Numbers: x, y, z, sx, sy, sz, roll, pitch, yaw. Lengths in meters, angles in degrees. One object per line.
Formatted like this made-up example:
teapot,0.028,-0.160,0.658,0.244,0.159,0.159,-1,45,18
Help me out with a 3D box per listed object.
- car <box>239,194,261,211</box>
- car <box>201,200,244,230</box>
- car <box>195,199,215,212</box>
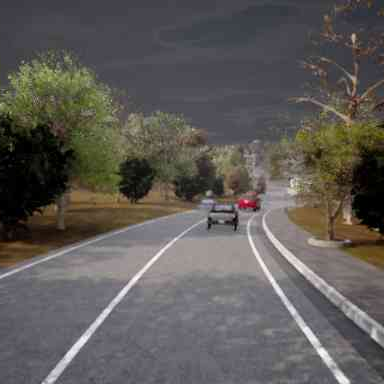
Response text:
car,7.279,1.310,41.946,2.150,2.045,5.566,2,0,19
car,2.108,1.509,21.674,2.128,1.511,4.902,1,0,9
car,1.845,1.486,36.890,1.812,1.442,4.674,2,0,17
